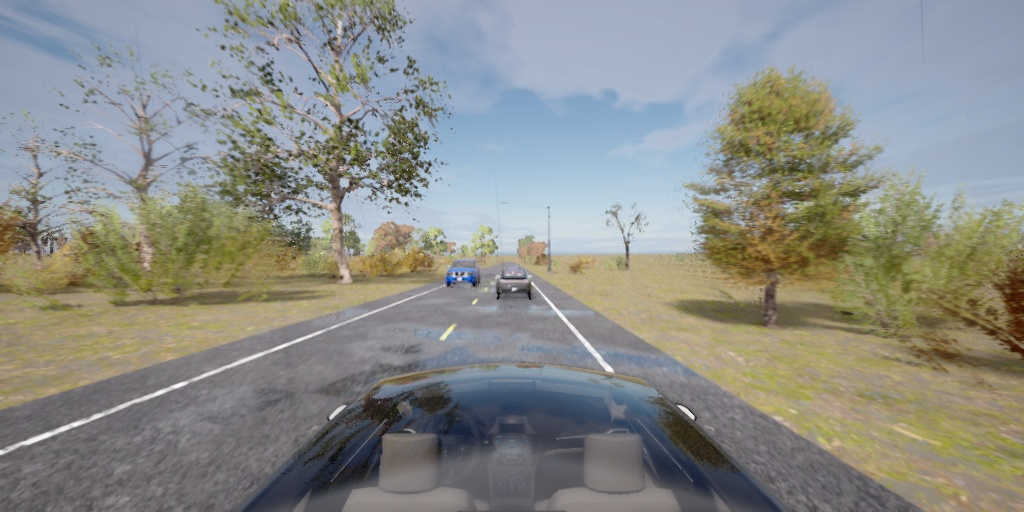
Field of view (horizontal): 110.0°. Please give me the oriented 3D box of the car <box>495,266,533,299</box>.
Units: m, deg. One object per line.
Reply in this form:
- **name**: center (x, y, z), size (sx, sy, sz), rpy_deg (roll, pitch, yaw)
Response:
- **car**: center (0.101, 1.438, 19.690), size (2.128, 1.511, 4.902), rpy_deg (0, -1, 0)

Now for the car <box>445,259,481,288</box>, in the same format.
- **car**: center (-3.600, 1.254, 27.404), size (2.150, 2.045, 5.566), rpy_deg (0, -1, 0)
